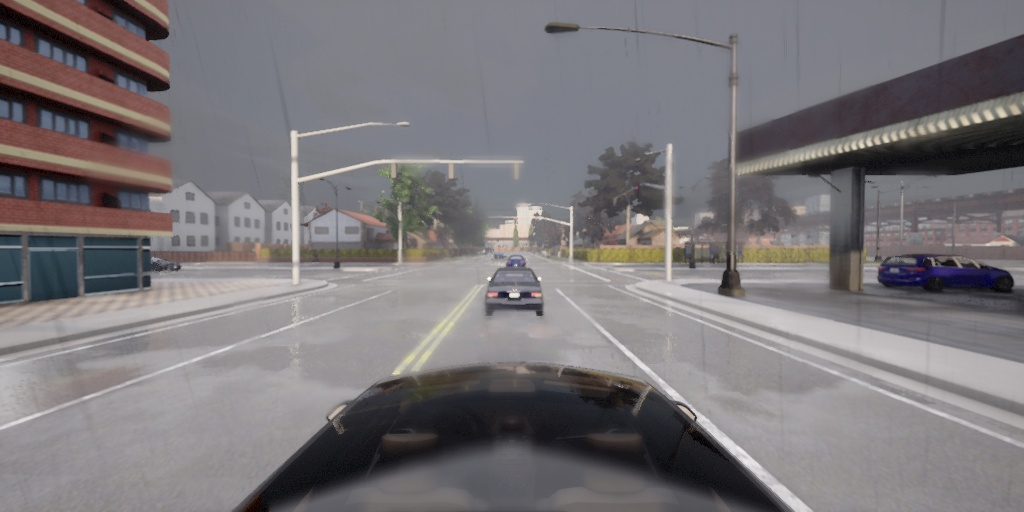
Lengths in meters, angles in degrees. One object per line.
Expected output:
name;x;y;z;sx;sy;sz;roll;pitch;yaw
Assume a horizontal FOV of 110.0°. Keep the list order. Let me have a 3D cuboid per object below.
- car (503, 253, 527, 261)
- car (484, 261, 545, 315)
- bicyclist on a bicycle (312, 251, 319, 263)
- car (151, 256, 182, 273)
car;0.438;0.610;34.766;1.812;1.442;4.674;0;1;2
car;0.082;1.082;12.414;2.033;1.411;5.357;0;1;0
bicyclist on a bicycle;-26.484;0.114;48.263;0.582;1.620;1.656;0;1;1
car;-31.283;0.688;30.865;4.674;1.442;1.812;0;1;1
